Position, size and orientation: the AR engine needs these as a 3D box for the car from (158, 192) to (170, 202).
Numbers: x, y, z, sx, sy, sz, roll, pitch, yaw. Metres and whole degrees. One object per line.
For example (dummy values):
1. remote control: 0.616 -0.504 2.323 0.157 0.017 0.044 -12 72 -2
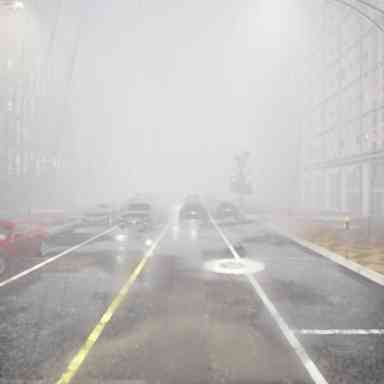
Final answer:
1. car: -5.695 0.933 61.064 1.967 1.590 4.097 0 0 0

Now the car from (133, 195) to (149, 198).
1. car: -5.692 1.279 32.605 1.887 1.381 4.507 0 0 0

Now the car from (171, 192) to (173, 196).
1. car: -5.698 0.959 72.450 1.947 1.339 4.313 0 0 0

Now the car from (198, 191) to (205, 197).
1. car: 2.680 0.634 95.201 1.967 1.590 4.097 0 1 0

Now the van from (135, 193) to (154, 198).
1. van: -5.692 1.028 38.296 1.690 1.788 3.998 0 0 0

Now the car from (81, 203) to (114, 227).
1. car: -5.690 1.379 21.221 2.008 1.369 4.403 0 0 0

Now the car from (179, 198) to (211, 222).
1. car: 0.097 1.365 24.424 1.994 1.385 4.181 0 0 0

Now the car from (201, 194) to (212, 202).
1. car: 2.685 1.074 61.052 1.802 1.307 4.206 0 0 0

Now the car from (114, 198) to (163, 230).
1. car: -3.086 1.342 20.046 1.837 1.490 4.892 0 0 0

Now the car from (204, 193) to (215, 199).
1. car: 2.687 1.031 49.667 1.967 1.590 4.097 0 0 0

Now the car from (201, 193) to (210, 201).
1. car: 2.684 0.967 66.914 1.752 1.417 4.829 0 0 0

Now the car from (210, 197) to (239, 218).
1. car: 2.690 1.347 26.902 1.947 1.339 4.313 0 0 0

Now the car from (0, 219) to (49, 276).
1. car: -5.688 1.502 9.836 1.802 1.307 4.206 0 0 0

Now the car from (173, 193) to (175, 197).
1. car: -5.701 0.720 95.046 1.752 1.417 4.829 0 1 0

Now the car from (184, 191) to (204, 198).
1. car: 0.095 1.014 41.086 2.097 1.767 4.553 0 0 0

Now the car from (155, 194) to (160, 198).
1. car: -5.693 1.221 43.990 1.802 1.307 4.206 0 0 0
